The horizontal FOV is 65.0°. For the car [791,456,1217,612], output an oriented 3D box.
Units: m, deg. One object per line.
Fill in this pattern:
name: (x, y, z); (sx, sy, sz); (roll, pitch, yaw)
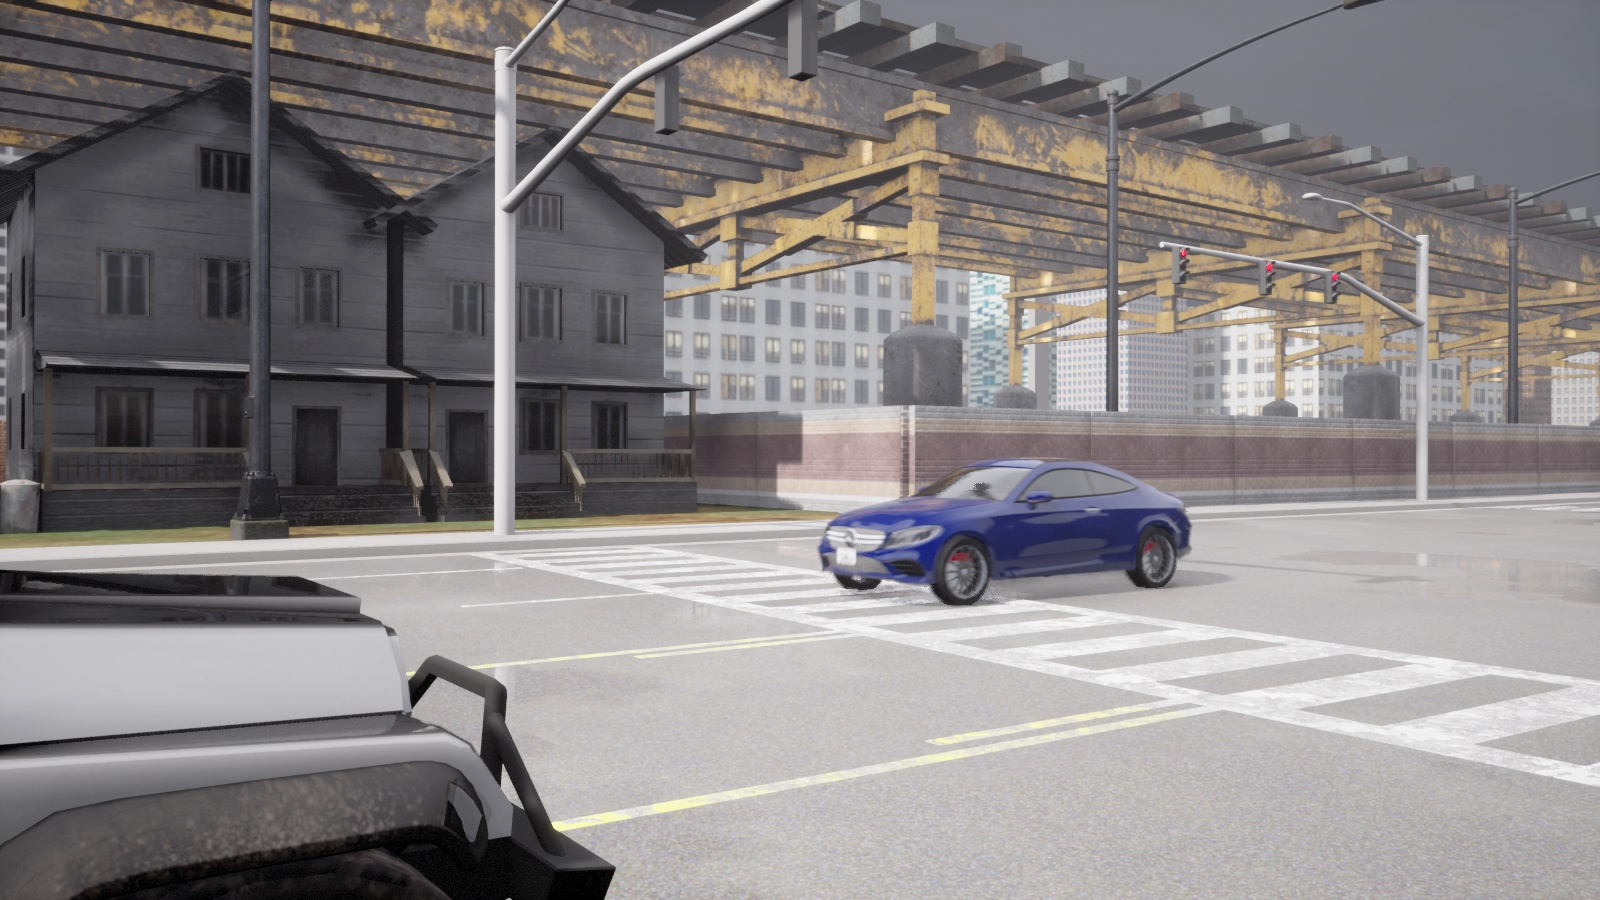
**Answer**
car: (2.345, 0.799, 13.816); (4.674, 1.442, 1.812); (0, 0, -35)

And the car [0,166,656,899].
car: (-2.398, 0.551, 1.999); (3.866, 1.878, 1.905); (0, 0, -34)
